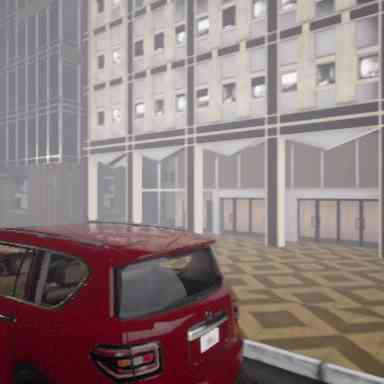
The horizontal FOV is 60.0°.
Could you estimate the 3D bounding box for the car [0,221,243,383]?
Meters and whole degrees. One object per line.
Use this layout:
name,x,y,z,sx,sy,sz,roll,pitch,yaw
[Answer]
car,-1.796,1.303,4.164,5.009,1.841,2.192,0,0,36
